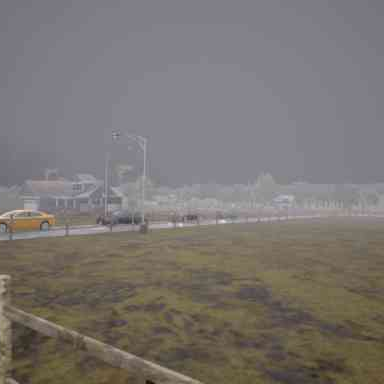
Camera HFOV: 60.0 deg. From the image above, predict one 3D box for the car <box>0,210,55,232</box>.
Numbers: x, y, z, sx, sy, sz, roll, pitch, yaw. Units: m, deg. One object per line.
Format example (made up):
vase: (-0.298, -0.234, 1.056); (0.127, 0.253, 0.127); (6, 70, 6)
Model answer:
car: (-12.345, 2.030, 23.811); (1.882, 1.535, 5.008); (0, -2, 34)

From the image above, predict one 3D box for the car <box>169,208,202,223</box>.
car: (-0.751, 2.715, 40.252); (2.097, 1.767, 4.553); (0, -2, 36)

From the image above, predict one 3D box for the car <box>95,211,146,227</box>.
car: (-6.651, 2.494, 31.935); (2.033, 1.411, 5.357); (0, -2, 35)

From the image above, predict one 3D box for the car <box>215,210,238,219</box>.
car: (5.021, 3.343, 48.340); (1.994, 1.385, 4.181); (0, -2, 36)
